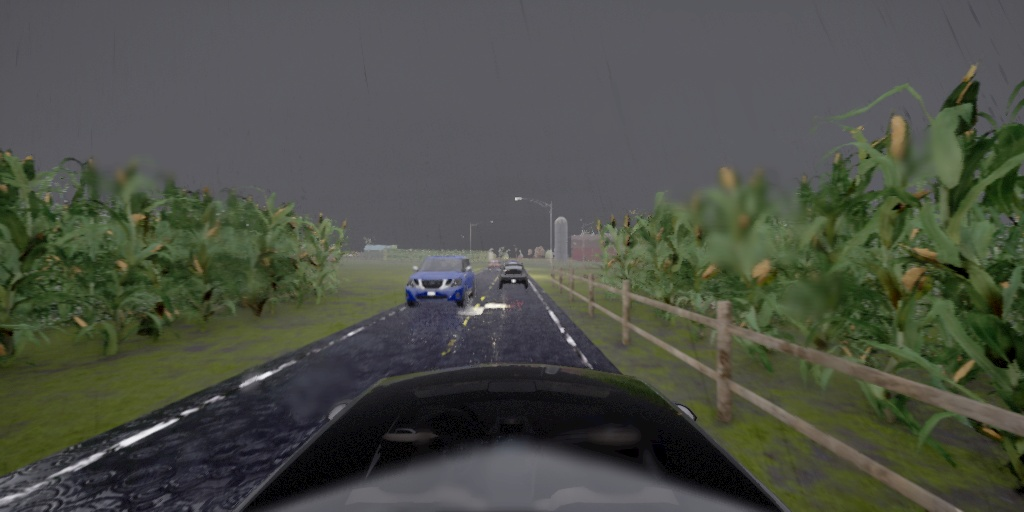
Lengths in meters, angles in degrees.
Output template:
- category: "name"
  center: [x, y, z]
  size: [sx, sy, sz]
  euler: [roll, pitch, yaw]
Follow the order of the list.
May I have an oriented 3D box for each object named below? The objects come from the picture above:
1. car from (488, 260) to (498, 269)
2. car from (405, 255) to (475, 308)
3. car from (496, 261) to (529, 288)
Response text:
- category: "car"
  center: [-2.801, 1.369, 58.201]
  size: [1.994, 1.385, 4.181]
  euler: [0, 0, 1]
- category: "car"
  center: [-2.852, 0.975, 15.465]
  size: [2.150, 2.045, 5.566]
  euler: [0, 0, 0]
- category: "car"
  center: [0.098, 1.263, 23.987]
  size: [1.837, 1.490, 4.892]
  euler: [0, 0, 0]
